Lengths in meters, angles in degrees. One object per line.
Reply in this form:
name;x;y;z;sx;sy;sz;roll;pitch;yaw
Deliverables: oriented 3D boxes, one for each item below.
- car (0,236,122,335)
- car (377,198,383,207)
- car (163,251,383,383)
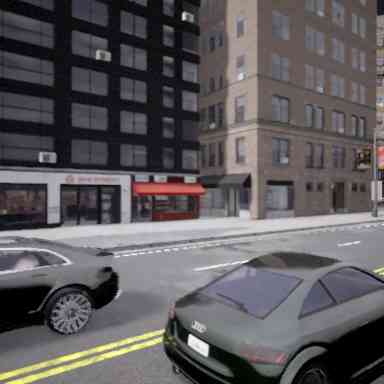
car;-3.551;1.501;5.139;4.902;1.511;2.128;0;0;-36
car;28.443;1.576;51.121;1.947;1.339;4.313;0;0;-35
car;1.696;1.567;4.653;4.181;1.385;1.994;0;0;-36
